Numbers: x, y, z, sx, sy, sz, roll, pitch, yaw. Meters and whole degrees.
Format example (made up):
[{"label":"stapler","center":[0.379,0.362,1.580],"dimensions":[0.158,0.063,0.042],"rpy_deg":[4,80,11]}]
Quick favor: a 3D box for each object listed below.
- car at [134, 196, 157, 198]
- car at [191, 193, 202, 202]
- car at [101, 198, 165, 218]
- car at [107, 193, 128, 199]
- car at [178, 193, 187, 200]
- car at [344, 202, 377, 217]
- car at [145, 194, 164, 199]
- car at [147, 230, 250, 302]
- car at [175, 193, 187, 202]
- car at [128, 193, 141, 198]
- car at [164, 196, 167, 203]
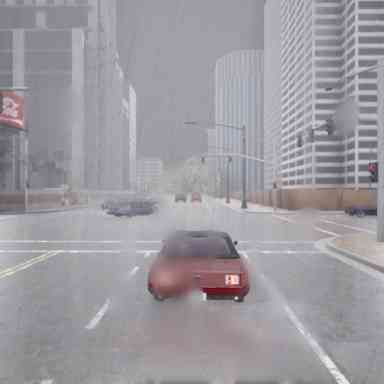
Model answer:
[{"label":"car","center":[-6.489,1.601,46.764],"dimensions":[1.895,1.301,4.718],"rpy_deg":[0,0,1]},{"label":"car","center":[0.966,1.216,73.292],"dimensions":[2.150,2.045,5.566],"rpy_deg":[0,0,1]},{"label":"car","center":[-5.220,1.547,30.149],"dimensions":[2.033,1.411,5.357],"rpy_deg":[0,0,34]},{"label":"car","center":[-10.049,1.352,42.383],"dimensions":[2.097,1.767,4.553],"rpy_deg":[0,0,1]},{"label":"car","center":[-2.390,1.184,83.979],"dimensions":[2.097,1.767,4.553],"rpy_deg":[0,0,1]},{"label":"car","center":[16.512,1.601,30.358],"dimensions":[4.718,1.301,1.895],"rpy_deg":[0,0,0]},{"label":"car","center":[-6.349,1.564,56.767],"dimensions":[1.994,1.385,4.181],"rpy_deg":[0,0,0]},{"label":"car","center":[0.206,1.601,8.219],"dimensions":[1.895,1.301,4.718],"rpy_deg":[0,0,2]},{"label":"car","center":[-2.533,1.216,73.339],"dimensions":[2.150,2.045,5.566],"rpy_deg":[0,0,1]},{"label":"car","center":[-9.900,1.221,51.965],"dimensions":[2.150,2.045,5.566],"rpy_deg":[0,0,1]},{"label":"car","center":[-6.136,1.477,67.215],"dimensions":[1.882,1.535,5.008],"rpy_deg":[0,0,1]}]
